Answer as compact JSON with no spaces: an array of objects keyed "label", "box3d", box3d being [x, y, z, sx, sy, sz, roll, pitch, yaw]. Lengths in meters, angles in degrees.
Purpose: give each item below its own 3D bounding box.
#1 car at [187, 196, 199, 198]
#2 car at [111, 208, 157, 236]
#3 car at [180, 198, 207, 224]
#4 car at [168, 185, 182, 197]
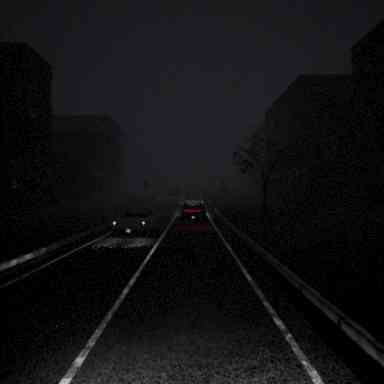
[{"label":"car","box3d":[0.080,1.135,42.717,1.895,1.301,4.718,0,2,0]},{"label":"car","box3d":[-3.107,1.607,18.532,1.895,1.301,4.718,0,0,0]},{"label":"car","box3d":[0.090,1.465,24.893,2.128,1.511,4.902,0,1,0]},{"label":"car","box3d":[-3.055,-0.205,60.624,2.150,2.045,5.566,0,4,1]}]
